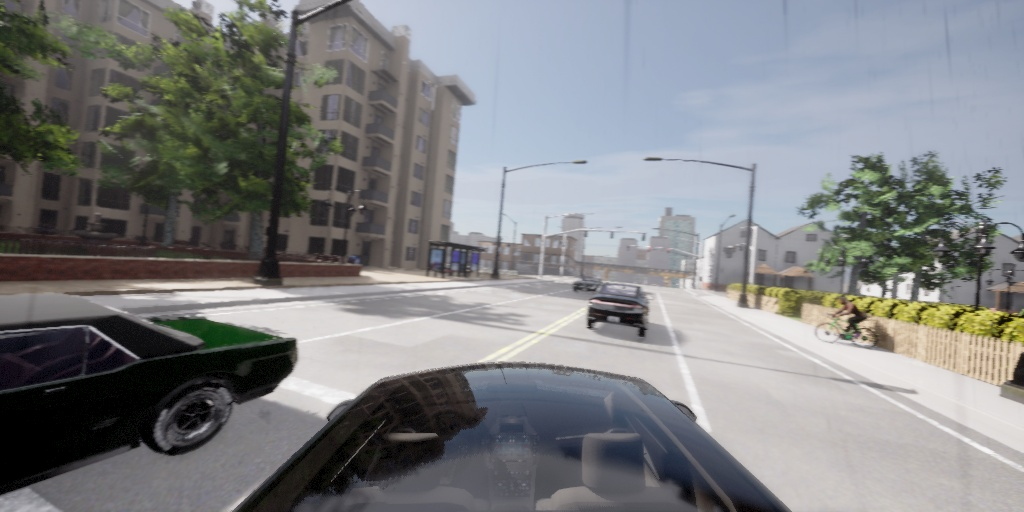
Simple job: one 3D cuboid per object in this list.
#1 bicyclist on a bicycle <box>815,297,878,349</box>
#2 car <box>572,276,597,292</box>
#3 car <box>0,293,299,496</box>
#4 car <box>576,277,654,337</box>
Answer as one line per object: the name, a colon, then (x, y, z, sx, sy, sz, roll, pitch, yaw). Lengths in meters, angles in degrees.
bicyclist on a bicycle: (11.117, 2.189, 11.896, 1.656, 1.620, 0.582, 6, -1, 21)
car: (6.183, 2.304, 28.768, 1.895, 1.301, 4.718, 5, -1, 22)
car: (-4.091, 0.976, 2.244, 1.895, 1.301, 4.718, 5, 0, 21)
car: (3.860, 1.731, 12.655, 2.128, 1.511, 4.902, 5, -1, 22)
